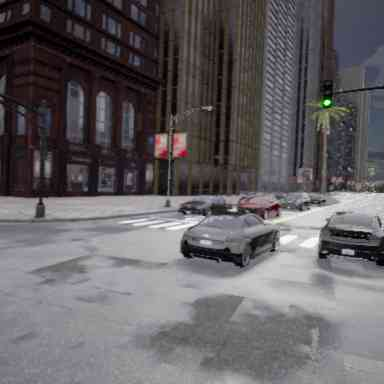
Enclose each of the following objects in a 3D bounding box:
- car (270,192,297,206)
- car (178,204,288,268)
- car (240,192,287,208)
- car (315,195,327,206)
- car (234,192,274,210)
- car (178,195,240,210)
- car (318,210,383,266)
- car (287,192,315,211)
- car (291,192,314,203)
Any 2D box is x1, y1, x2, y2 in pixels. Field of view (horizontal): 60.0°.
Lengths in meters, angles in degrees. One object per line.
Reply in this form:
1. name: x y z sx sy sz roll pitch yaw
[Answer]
1. car: 11.077 0.812 40.105 1.994 1.385 4.181 3 2 31
2. car: 1.397 1.310 10.638 1.994 1.385 4.181 3 2 30
3. car: 4.819 0.976 23.233 1.882 1.535 5.008 3 2 31
4. car: 15.054 0.998 40.460 1.895 1.301 4.718 3 2 30
5. car: 6.001 0.786 31.621 2.128 1.511 4.902 3 2 30
6. car: 1.140 0.897 23.396 2.033 1.411 5.357 3 2 31
7. car: 5.640 1.399 11.451 1.837 1.490 4.892 3 3 30
8. car: 9.935 0.795 31.867 2.097 1.767 4.553 3 2 31
9. car: 16.452 0.748 49.234 2.033 1.411 5.357 3 2 30
